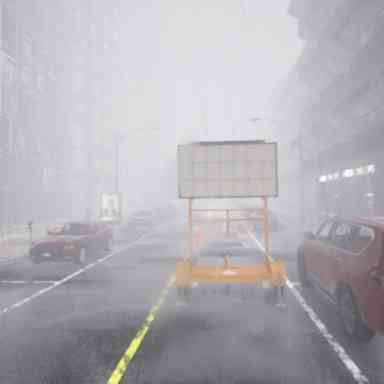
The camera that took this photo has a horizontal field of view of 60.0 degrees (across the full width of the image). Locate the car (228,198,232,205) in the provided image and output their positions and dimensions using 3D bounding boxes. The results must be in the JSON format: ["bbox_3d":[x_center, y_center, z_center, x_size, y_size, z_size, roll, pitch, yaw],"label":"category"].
[{"bbox_3d":[9.439,2.293,73.985,1.802,1.307,4.206,0,-1,5],"label":"car"}]

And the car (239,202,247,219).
[{"bbox_3d":[5.445,1.828,28.911,1.947,1.339,4.313,0,-1,5],"label":"car"}]

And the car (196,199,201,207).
[{"bbox_3d":[0.097,2.334,63.491,1.802,1.307,4.206,0,-1,5],"label":"car"}]

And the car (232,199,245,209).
[{"bbox_3d":[6.942,1.999,45.814,1.947,1.339,4.313,0,-1,5],"label":"car"}]

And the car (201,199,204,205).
[{"bbox_3d":[1.096,2.301,74.760,1.967,1.590,4.097,0,-1,5],"label":"car"}]

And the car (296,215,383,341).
[{"bbox_3d":[3.446,1.338,6.377,2.192,1.841,5.009,0,-1,5],"label":"car"}]

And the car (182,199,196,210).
[{"bbox_3d":[-0.902,2.080,52.224,1.967,1.590,4.097,0,-1,5],"label":"car"}]

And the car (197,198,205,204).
[{"bbox_3d":[2.594,2.462,91.664,1.967,1.590,4.097,0,-1,5],"label":"car"}]

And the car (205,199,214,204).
[{"bbox_3d":[4.956,2.488,87.965,2.033,1.411,5.357,-1,-1,5],"label":"car"}]

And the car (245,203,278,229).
[{"bbox_3d":[4.960,1.730,23.447,1.752,1.417,4.829,0,-1,5],"label":"car"}]

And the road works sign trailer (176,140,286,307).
[{"bbox_3d":[0.878,0.552,8.183,2.380,3.560,2.880,-1,-1,5],"label":"road works sign trailer"}]

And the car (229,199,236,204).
[{"bbox_3d":[10.938,2.453,90.889,1.802,1.307,4.206,0,-1,5],"label":"car"}]

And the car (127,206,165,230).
[{"bbox_3d":[-3.399,1.935,24.048,1.802,1.307,4.206,0,-1,5],"label":"car"}]

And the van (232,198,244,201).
[{"bbox_3d":[7.441,1.831,51.451,1.690,1.788,3.998,0,-1,5],"label":"van"}]

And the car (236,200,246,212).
[{"bbox_3d":[5.944,1.870,34.546,2.008,1.369,4.403,0,-1,5],"label":"car"}]

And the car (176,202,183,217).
[{"bbox_3d":[-2.400,2.035,35.317,1.947,1.339,4.313,0,-1,5],"label":"car"}]

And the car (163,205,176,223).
[{"bbox_3d":[-2.899,1.957,29.683,1.887,1.381,4.507,0,-1,5],"label":"car"}]

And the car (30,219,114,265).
[{"bbox_3d":[-4.397,1.778,12.780,1.887,1.381,4.507,0,-1,5],"label":"car"}]
